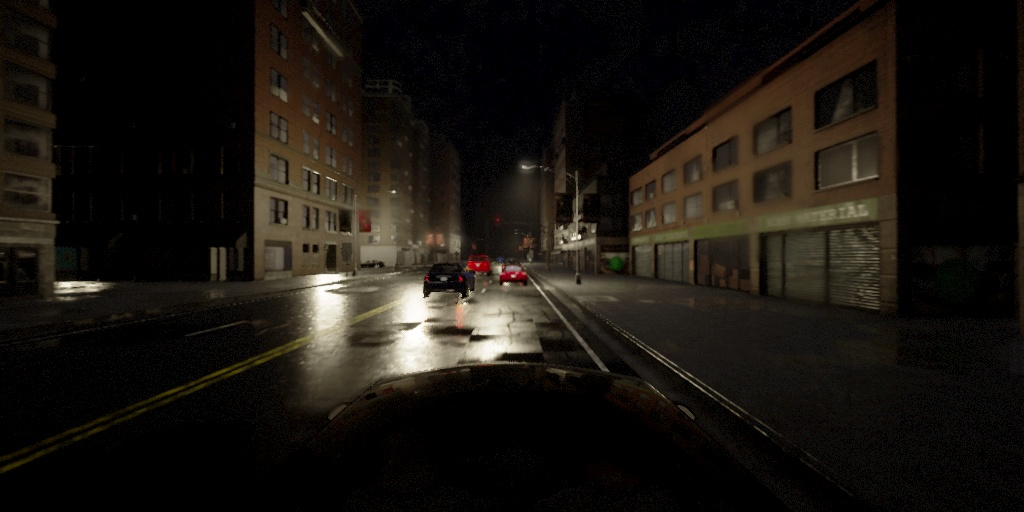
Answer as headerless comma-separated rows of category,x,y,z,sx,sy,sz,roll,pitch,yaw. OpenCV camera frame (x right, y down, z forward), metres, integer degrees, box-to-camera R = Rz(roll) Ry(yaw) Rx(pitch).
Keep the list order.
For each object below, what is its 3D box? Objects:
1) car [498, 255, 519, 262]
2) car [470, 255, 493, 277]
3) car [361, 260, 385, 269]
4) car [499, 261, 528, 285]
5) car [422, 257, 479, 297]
car,-0.001,1.069,35.492,2.097,1.767,4.553,0,0,0
car,-3.151,0.939,35.528,2.150,2.045,5.566,0,0,0
car,-22.151,1.289,56.367,4.313,1.339,1.948,0,0,0
car,0.095,1.290,25.571,1.994,1.385,4.181,0,0,0
car,-3.151,1.085,18.694,2.097,1.767,4.553,0,0,0
